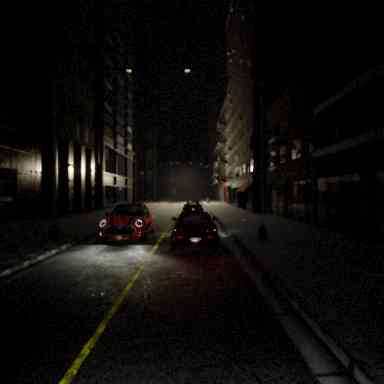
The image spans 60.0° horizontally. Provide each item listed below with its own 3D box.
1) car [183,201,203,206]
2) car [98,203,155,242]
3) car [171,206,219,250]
[{"bbox_3d":[0.107,1.572,31.928,1.994,1.385,4.181,0,0,0],"label":"car"},{"bbox_3d":[-3.089,1.357,16.368,2.097,1.767,4.553,0,0,0],"label":"car"},{"bbox_3d":[0.106,1.530,14.187,1.812,1.442,4.674,0,0,0],"label":"car"}]
